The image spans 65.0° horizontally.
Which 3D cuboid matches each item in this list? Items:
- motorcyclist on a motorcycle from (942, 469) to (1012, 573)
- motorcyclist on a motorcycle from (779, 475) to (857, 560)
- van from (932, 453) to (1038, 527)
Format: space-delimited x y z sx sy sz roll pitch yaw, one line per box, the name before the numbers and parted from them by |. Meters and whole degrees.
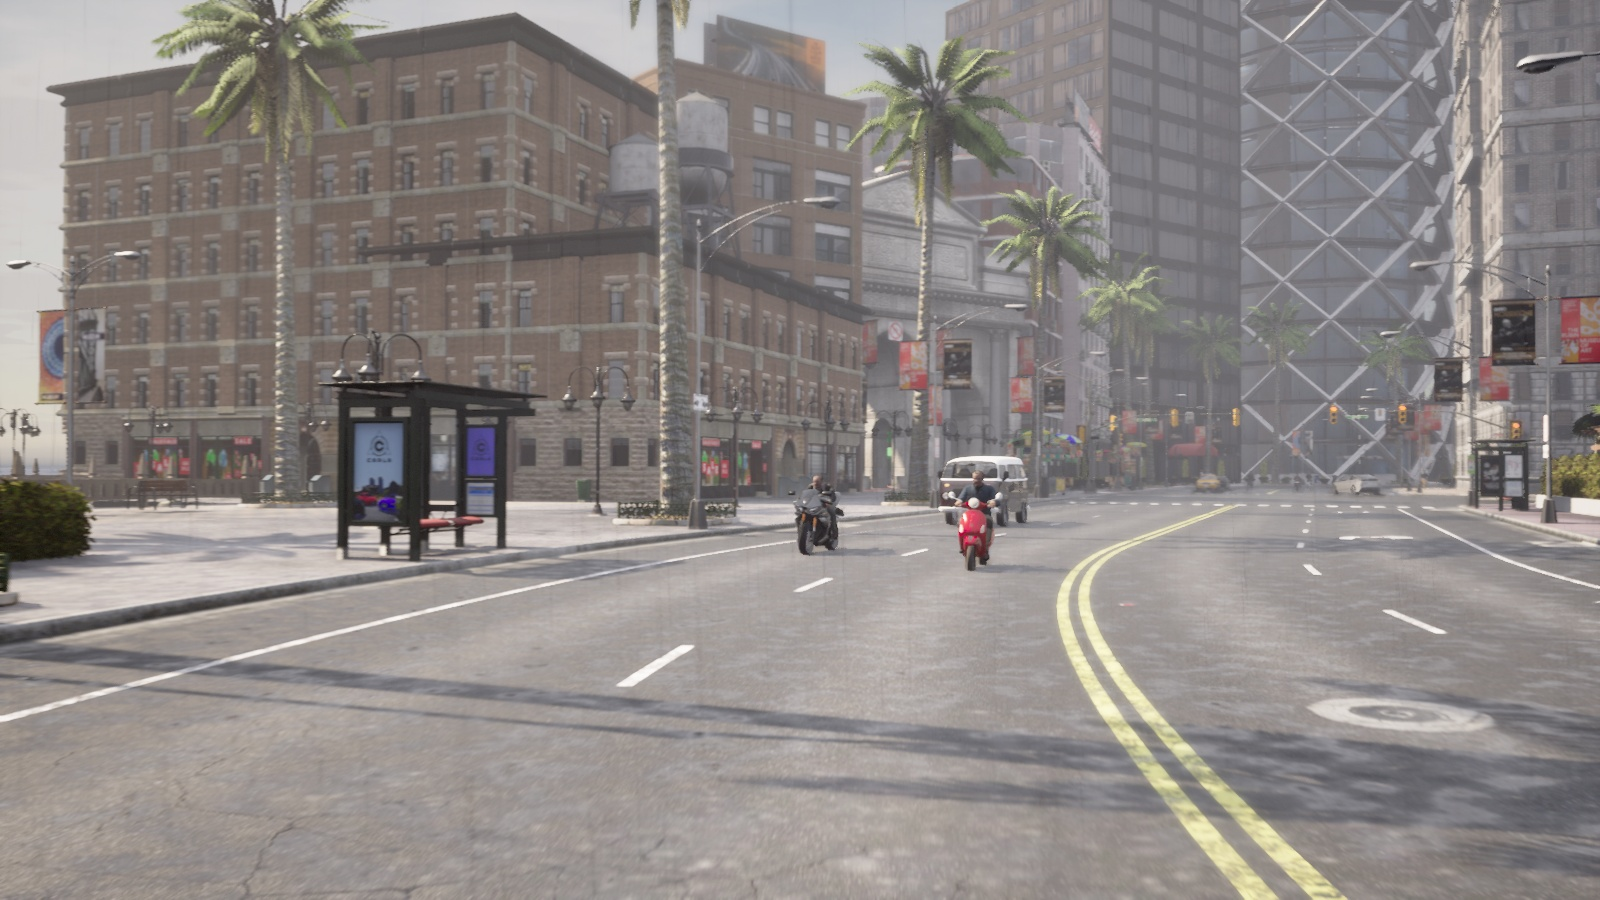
motorcyclist on a motorcycle | 2.874 1.098 20.256 0.866 1.590 1.817 0 -1 17
motorcyclist on a motorcycle | 0.381 1.252 24.086 0.866 1.530 2.191 0 -1 19
van | 5.541 1.142 37.138 2.069 2.038 4.480 -1 -1 23
